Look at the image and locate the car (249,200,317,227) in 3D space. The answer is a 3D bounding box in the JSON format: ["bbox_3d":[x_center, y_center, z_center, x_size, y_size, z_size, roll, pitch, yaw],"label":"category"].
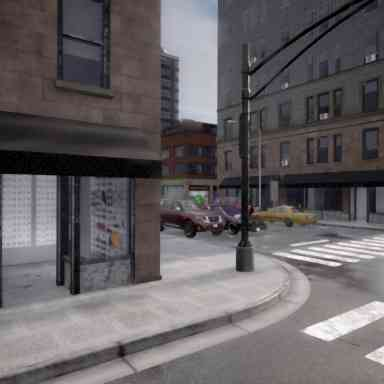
[{"bbox_3d":[6.093,1.530,22.673,1.752,1.417,4.829,0,0,-35],"label":"car"}]

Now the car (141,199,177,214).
[{"bbox_3d":[-3.699,1.531,36.407,1.887,1.381,4.507,0,0,-35],"label":"car"}]

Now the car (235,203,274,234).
[{"bbox_3d":[1.771,1.528,19.222,2.033,1.411,5.357,0,0,-38],"label":"car"}]

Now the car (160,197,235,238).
[{"bbox_3d":[-0.347,1.285,17.883,2.192,1.841,5.009,0,0,-35],"label":"car"}]

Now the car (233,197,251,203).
[{"bbox_3d":[2.896,1.314,27.159,2.192,1.841,5.009,0,0,-35],"label":"car"}]
